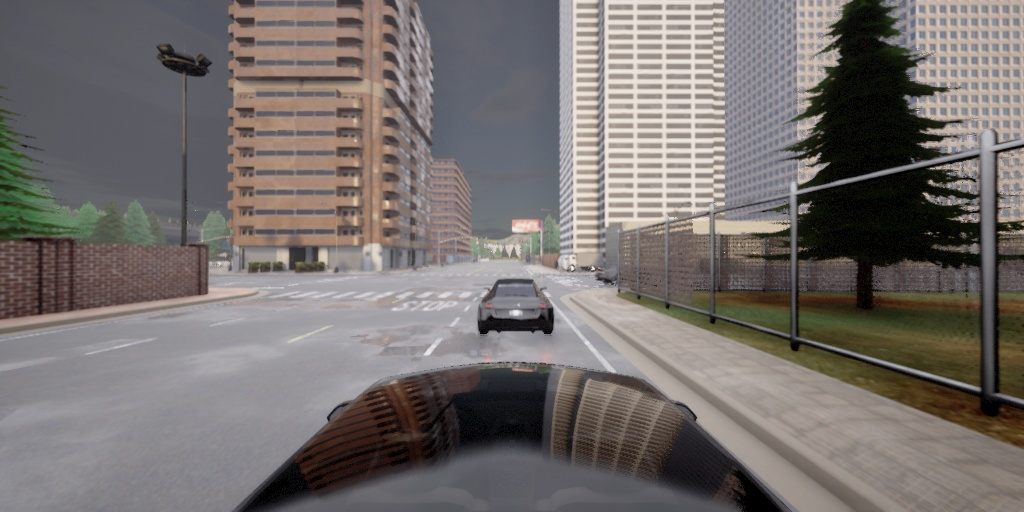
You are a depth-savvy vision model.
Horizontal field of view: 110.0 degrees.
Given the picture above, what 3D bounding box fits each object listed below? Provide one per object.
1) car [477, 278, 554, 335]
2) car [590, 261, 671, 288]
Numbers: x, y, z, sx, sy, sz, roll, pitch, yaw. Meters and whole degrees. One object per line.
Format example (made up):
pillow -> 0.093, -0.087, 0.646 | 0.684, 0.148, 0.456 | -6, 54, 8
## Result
car -> 0.100, 1.347, 10.622 | 1.994, 1.385, 4.181 | 0, 0, 0
car -> 8.048, 1.266, 23.809 | 4.902, 1.511, 2.128 | 0, -1, -3
